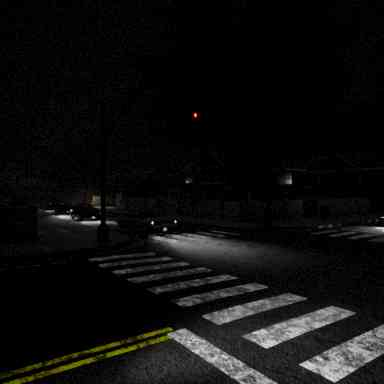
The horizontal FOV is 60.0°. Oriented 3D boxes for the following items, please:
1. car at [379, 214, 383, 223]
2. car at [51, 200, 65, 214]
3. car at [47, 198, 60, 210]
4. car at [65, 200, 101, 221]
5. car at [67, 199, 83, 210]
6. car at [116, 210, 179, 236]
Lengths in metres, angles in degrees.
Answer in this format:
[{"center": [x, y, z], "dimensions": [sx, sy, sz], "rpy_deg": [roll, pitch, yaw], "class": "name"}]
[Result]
[{"center": [14.570, 1.512, 22.078], "dimensions": [5.357, 1.411, 2.033], "rpy_deg": [0, 0, -36], "class": "car"}, {"center": [-15.051, 1.904, 39.322], "dimensions": [1.895, 1.301, 4.718], "rpy_deg": [0, 0, -29], "class": "car"}, {"center": [-20.130, 1.733, 48.900], "dimensions": [2.097, 1.767, 4.553], "rpy_deg": [0, -1, -26], "class": "car"}, {"center": [-9.682, 1.779, 30.239], "dimensions": [2.033, 1.411, 5.357], "rpy_deg": [0, 0, -32], "class": "car"}, {"center": [-18.094, 1.907, 51.390], "dimensions": [1.812, 1.442, 4.674], "rpy_deg": [0, 0, -27], "class": "car"}, {"center": [-2.753, 1.745, 19.876], "dimensions": [1.895, 1.301, 4.718], "rpy_deg": [0, 0, -36], "class": "car"}]
